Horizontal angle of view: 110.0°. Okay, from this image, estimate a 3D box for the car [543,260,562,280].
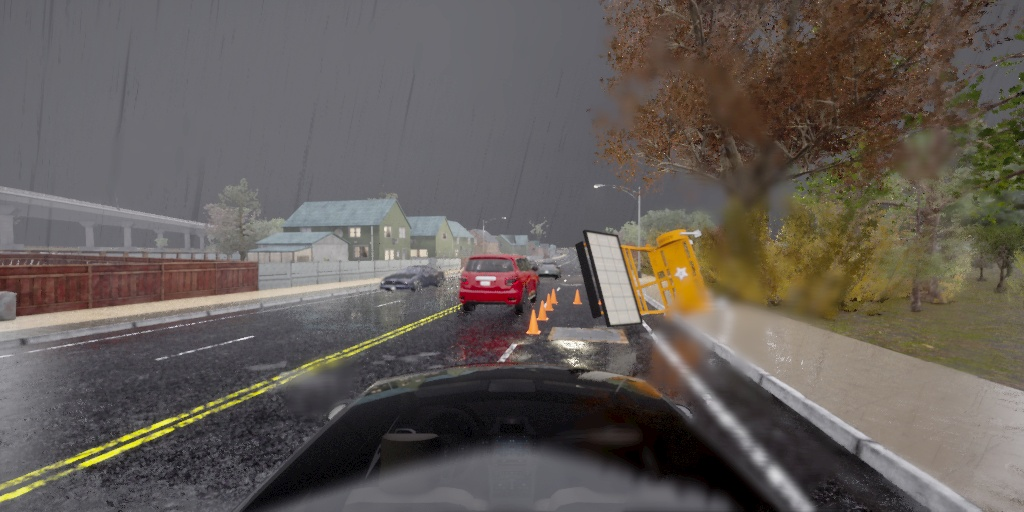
[{"bbox_3d":[3.285,1.284,31.508,1.994,1.385,4.181,0,0,12],"label":"car"}]

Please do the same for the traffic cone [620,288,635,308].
[{"bbox_3d":[4.700,1.695,14.593,0.340,0.580,0.340,0,0,12],"label":"traffic cone"}]

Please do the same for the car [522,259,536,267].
[{"bbox_3d":[3.049,1.220,63.680,1.994,1.385,4.181,0,0,12],"label":"car"}]

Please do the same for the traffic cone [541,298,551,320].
[{"bbox_3d":[0.962,1.699,11.275,0.340,0.580,0.340,0,0,12],"label":"traffic cone"}]

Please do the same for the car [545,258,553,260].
[{"bbox_3d":[6.653,1.154,65.014,1.837,1.490,4.892,0,0,12],"label":"car"}]

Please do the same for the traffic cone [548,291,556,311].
[{"bbox_3d":[1.362,1.697,13.234,0.340,0.580,0.340,0,0,12],"label":"traffic cone"}]

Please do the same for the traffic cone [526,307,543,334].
[{"bbox_3d":[0.562,1.700,9.315,0.340,0.580,0.340,0,0,12],"label":"traffic cone"}]

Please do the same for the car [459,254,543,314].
[{"bbox_3d":[-0.293,0.963,13.975,2.150,2.045,5.566,0,0,12],"label":"car"}]

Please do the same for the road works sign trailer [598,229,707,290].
[{"bbox_3d":[4.568,-0.997,10.703,2.880,3.560,2.380,0,0,-25],"label":"road works sign trailer"}]

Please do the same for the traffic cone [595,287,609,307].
[{"bbox_3d":[3.720,1.695,14.795,0.340,0.580,0.340,0,0,12],"label":"traffic cone"}]

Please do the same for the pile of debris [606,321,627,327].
[{"bbox_3d":[1.897,1.910,9.055,1.860,0.140,1.500,0,0,11],"label":"pile of debris"}]

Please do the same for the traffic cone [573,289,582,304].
[{"bbox_3d":[2.741,1.695,14.994,0.340,0.580,0.340,0,0,12],"label":"traffic cone"}]

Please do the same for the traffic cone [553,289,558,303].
[{"bbox_3d":[1.762,1.695,15.194,0.340,0.580,0.340,0,0,12],"label":"traffic cone"}]

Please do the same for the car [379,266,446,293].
[{"bbox_3d":[-5.649,1.285,21.263,2.033,1.411,5.357,0,0,12],"label":"car"}]
